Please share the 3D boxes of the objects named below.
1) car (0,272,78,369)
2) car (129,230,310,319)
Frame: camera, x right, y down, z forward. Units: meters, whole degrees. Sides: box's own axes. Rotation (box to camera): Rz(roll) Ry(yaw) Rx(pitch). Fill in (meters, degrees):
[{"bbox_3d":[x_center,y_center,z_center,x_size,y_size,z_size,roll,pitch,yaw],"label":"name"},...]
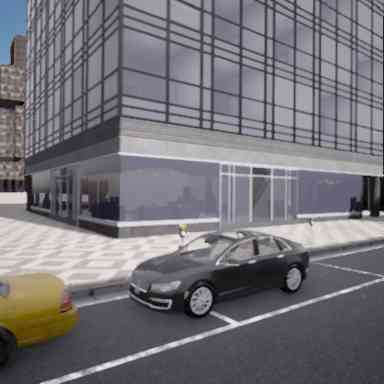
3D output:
[{"bbox_3d":[-3.932,1.524,3.950,4.829,1.417,1.752,0,1,-35],"label":"car"},{"bbox_3d":[0.786,1.560,7.314,4.403,1.369,2.008,0,1,-35],"label":"car"}]
